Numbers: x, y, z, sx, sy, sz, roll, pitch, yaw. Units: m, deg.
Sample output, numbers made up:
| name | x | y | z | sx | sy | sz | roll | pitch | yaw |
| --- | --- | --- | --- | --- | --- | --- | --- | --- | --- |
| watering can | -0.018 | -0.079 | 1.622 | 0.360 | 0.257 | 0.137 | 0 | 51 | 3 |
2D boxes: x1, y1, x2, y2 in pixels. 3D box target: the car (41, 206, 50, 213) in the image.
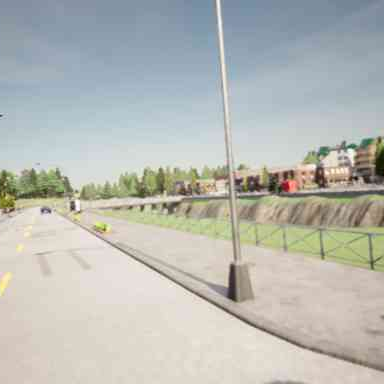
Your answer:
| name | x | y | z | sx | sy | sz | roll | pitch | yaw |
| --- | --- | --- | --- | --- | --- | --- | --- | --- | --- |
| car | -34.021 | 3.953 | 77.127 | 1.812 | 1.442 | 4.674 | -4 | 0 | -25 |

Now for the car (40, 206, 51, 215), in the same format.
| name | x | y | z | sx | sy | sz | roll | pitch | yaw |
| --- | --- | --- | --- | --- | --- | --- | --- | --- | --- |
| car | -29.704 | 3.694 | 67.646 | 1.882 | 1.535 | 5.008 | -4 | 0 | -25 |
